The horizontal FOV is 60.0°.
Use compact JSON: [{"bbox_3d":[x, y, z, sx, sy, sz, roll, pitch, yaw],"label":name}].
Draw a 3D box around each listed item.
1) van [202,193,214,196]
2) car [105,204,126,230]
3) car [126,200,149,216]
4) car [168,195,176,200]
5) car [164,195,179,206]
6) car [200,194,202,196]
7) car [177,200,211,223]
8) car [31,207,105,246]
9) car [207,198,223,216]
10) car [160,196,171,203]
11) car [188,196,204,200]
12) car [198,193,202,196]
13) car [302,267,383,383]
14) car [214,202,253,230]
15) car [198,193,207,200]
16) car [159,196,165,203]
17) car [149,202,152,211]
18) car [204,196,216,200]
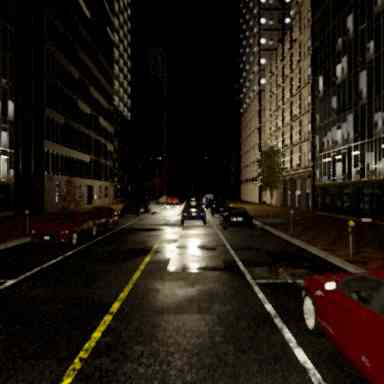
[{"bbox_3d":[2.706,1.337,49.403,1.690,1.788,3.998,0,0,0],"label":"van"},{"bbox_3d":[-5.683,1.586,20.951,1.802,1.307,4.206,0,0,0],"label":"car"},{"bbox_3d":[-5.680,1.548,32.335,1.887,1.381,4.507,0,0,0],"label":"car"},{"bbox_3d":[-5.663,1.495,94.954,2.008,1.369,4.403,0,0,0],"label":"car"},{"bbox_3d":[-3.054,1.517,54.776,1.812,1.442,4.674,0,0,0],"label":"car"},{"bbox_3d":[2.707,1.432,55.094,1.967,1.590,4.097,0,0,0],"label":"car"},{"bbox_3d":[0.109,1.551,25.155,2.033,1.411,5.357,0,0,0],"label":"car"},{"bbox_3d":[-5.684,1.549,15.257,1.887,1.381,4.507,0,0,0],"label":"car"},{"bbox_3d":[2.701,1.569,32.325,1.947,1.339,4.313,0,0,0],"label":"car"},{"bbox_3d":[-5.670,1.525,72.185,2.008,1.369,4.403,0,0,0],"label":"car"},{"bbox_3d":[0.111,1.547,42.129,2.033,1.411,5.357,0,0,0],"label":"car"},{"bbox_3d":[2.714,1.283,77.863,2.192,1.841,5.009,0,0,0],"label":"car"},{"bbox_3d":[2.693,1.547,3.864,1.887,1.381,4.507,0,0,0],"label":"car"},{"bbox_3d":[2.698,1.571,20.941,1.947,1.339,4.313,0,0,0],"label":"car"},{"bbox_3d":[2.717,1.268,89.247,2.192,1.841,5.009,0,0,0],"label":"car"},{"bbox_3d":[-5.671,1.506,66.321,1.752,1.417,4.829,0,0,0],"label":"car"},{"bbox_3d":[-5.679,1.567,38.028,1.947,1.339,4.313,0,0,0],"label":"car"},{"bbox_3d":[2.704,1.565,43.709,1.947,1.339,4.313,0,0,0],"label":"car"}]
